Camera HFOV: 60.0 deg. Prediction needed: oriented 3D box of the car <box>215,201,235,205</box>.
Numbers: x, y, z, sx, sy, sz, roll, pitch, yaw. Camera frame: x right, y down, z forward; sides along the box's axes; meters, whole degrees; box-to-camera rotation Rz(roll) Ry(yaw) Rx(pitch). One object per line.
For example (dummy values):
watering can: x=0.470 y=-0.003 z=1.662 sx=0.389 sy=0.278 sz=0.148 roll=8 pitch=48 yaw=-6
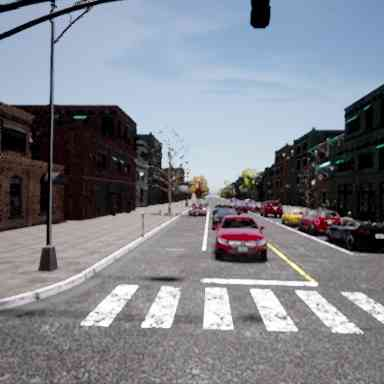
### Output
car: x=3.022 y=1.960 z=33.743 sx=1.837 sy=1.490 sz=4.892 roll=1 pitch=-1 yaw=3

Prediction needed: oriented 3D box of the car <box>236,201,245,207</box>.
car: x=11.169 y=2.726 z=76.649 sx=1.802 sy=1.307 sz=4.206 roll=0 pitch=-1 yaw=3

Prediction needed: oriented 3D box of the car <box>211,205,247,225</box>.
car: x=2.451 y=1.879 z=23.443 sx=1.994 sy=1.385 sz=4.181 roll=1 pitch=-1 yaw=3

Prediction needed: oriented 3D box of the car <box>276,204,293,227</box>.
car: x=8.437 y=1.997 z=26.965 sx=1.752 sy=1.417 sz=4.829 roll=0 pitch=-1 yaw=3

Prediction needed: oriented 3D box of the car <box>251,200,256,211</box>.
car: x=9.647 y=2.210 z=48.954 sx=1.967 sy=1.590 sz=4.097 roll=0 pitch=-1 yaw=3

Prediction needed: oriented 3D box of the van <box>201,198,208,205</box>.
van: x=3.414 y=2.484 z=88.191 sx=1.690 sy=1.788 sz=3.998 roll=1 pitch=-1 yaw=3

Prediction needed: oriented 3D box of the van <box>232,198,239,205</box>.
van: x=12.085 y=2.710 z=93.271 sx=1.690 sy=1.788 sz=3.998 roll=0 pitch=-1 yaw=3

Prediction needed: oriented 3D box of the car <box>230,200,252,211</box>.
car: x=7.022 y=2.259 z=48.186 sx=2.033 sy=1.411 sz=5.357 roll=1 pitch=-1 yaw=3

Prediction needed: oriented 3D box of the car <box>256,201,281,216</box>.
car: x=9.039 y=1.935 z=37.876 sx=2.192 sy=1.841 sz=5.009 roll=0 pitch=-1 yaw=3

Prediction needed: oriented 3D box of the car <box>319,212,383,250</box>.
car: x=7.818 y=1.885 z=15.715 sx=1.947 sy=1.339 sz=4.313 roll=0 pitch=-1 yaw=3

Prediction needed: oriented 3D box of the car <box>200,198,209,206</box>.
car: x=3.110 y=2.384 z=82.652 sx=2.192 sy=1.841 sz=5.009 roll=1 pitch=-1 yaw=3

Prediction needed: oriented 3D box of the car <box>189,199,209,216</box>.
car: x=0.672 y=1.909 z=38.335 sx=1.967 sy=1.590 sz=4.097 roll=1 pitch=-1 yaw=3

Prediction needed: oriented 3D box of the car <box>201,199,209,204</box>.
car: x=3.718 y=2.658 z=93.730 sx=1.967 sy=1.590 sz=4.097 roll=1 pitch=-1 yaw=3

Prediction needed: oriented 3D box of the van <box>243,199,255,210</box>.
van: x=10.257 y=2.261 z=60.034 sx=1.690 sy=1.788 sz=3.998 roll=0 pitch=-1 yaw=3

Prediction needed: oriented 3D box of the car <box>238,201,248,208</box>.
car: x=10.864 y=2.651 z=71.110 sx=1.802 sy=1.307 sz=4.206 roll=0 pitch=-1 yaw=3

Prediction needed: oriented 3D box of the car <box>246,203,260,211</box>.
car: x=9.951 y=2.427 z=54.491 sx=1.802 sy=1.307 sz=4.206 roll=0 pitch=-1 yaw=3

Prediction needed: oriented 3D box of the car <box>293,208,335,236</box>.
car: x=8.124 y=1.834 z=21.256 sx=1.967 sy=1.590 sz=4.097 roll=0 pitch=-1 yaw=3

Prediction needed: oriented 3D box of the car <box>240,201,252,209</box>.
car: x=10.560 y=2.539 z=65.571 sx=1.887 sy=1.381 sz=4.507 roll=0 pitch=-1 yaw=3

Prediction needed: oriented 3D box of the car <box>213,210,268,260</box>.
car: x=1.874 y=1.706 z=13.507 sx=1.812 sy=1.442 sz=4.674 roll=1 pitch=-1 yaw=4
